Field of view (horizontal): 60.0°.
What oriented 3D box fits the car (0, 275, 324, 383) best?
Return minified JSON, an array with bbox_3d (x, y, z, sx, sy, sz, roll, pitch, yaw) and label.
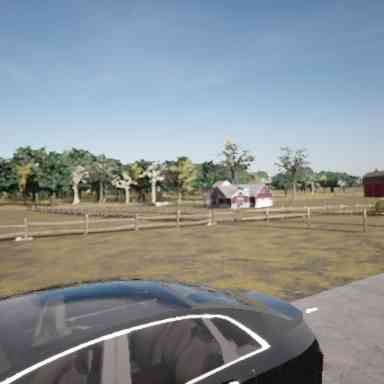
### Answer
[{"bbox_3d":[-1.034,1.518,2.304,4.892,1.490,1.837,0,0,-37],"label":"car"}]
